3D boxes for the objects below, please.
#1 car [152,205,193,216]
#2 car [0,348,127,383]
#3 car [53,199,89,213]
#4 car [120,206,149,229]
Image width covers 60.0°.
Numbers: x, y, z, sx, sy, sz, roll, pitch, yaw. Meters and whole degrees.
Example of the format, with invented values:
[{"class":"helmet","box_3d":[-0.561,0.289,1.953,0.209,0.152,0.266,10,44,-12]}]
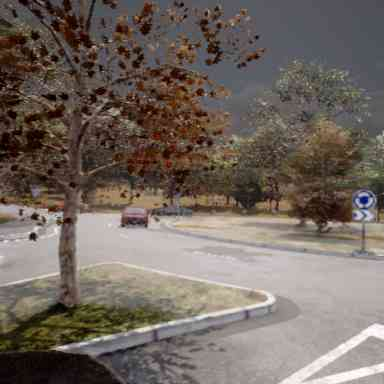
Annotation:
[{"class":"car","box_3d":[-2.608,2.479,44.306,5.357,1.411,2.033,3,-2,-25]},{"class":"car","box_3d":[-2.078,1.549,1.426,4.181,1.385,1.994,1,0,-36]},{"class":"car","box_3d":[-15.638,1.652,42.715,4.553,1.767,2.097,3,-2,5]},{"class":"car","box_3d":[-4.276,1.805,24.917,1.882,1.535,5.008,2,-2,-9]}]
